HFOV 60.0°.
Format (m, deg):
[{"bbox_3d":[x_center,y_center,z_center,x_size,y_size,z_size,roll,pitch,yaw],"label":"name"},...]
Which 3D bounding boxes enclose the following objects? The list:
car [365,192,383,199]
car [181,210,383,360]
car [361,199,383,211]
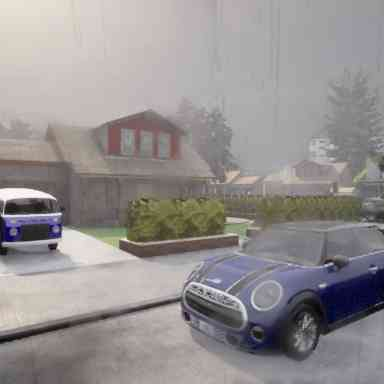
[{"bbox_3d":[22.993,0.985,40.726,3.866,1.878,1.905,0,0,-1],"label":"car"},{"bbox_3d":[2.028,1.353,6.076,4.553,1.767,2.097,0,0,-36],"label":"car"},{"bbox_3d":[14.986,1.492,24.395,2.128,1.511,4.902,0,0,-40],"label":"car"}]
